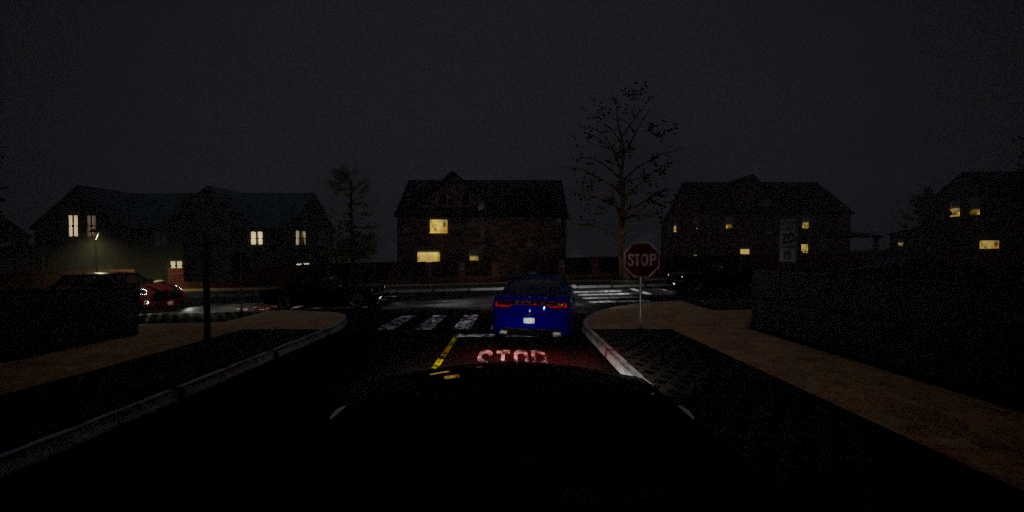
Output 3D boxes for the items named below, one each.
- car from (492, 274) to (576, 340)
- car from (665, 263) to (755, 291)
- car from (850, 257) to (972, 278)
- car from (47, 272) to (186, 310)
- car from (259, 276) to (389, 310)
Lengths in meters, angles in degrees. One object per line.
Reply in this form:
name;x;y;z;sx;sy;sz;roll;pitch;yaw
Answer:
car;0.782;1.226;10.075;1.882;1.535;5.008;0;0;10
car;10.402;1.034;18.216;4.718;1.301;1.895;-1;1;-1
car;20.047;0.753;18.257;5.357;1.411;2.033;-1;1;0
car;-16.806;1.471;15.266;4.553;1.767;2.097;-1;1;0
car;-7.819;1.506;15.278;4.718;1.301;1.895;-1;1;0
